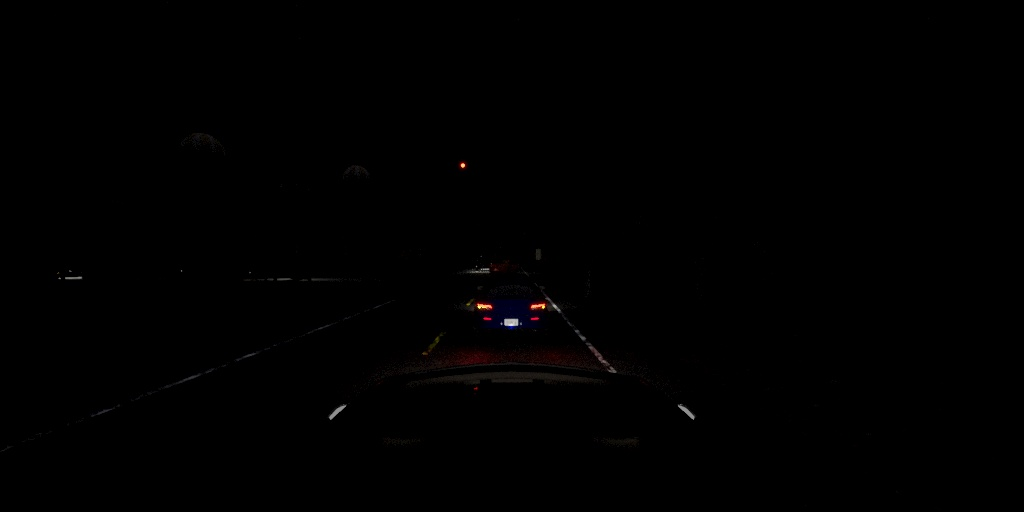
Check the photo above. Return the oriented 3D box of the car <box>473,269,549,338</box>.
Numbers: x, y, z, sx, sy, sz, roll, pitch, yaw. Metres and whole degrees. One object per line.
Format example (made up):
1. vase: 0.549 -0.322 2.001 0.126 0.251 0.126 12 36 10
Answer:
1. car: -0.026 1.274 10.086 1.812 1.442 4.674 0 0 0

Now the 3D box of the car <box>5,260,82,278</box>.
1. car: -36.777 0.982 28.233 4.181 1.385 1.994 1 0 0

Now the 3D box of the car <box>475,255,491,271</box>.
1. car: -3.770 0.934 49.782 2.150 2.045 5.566 0 0 0

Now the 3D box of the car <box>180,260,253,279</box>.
1. car: -23.216 1.038 28.342 4.902 1.511 2.128 1 0 -2

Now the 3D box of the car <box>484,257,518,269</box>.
1. car: -0.840 1.206 38.899 1.882 1.535 5.008 1 0 20
